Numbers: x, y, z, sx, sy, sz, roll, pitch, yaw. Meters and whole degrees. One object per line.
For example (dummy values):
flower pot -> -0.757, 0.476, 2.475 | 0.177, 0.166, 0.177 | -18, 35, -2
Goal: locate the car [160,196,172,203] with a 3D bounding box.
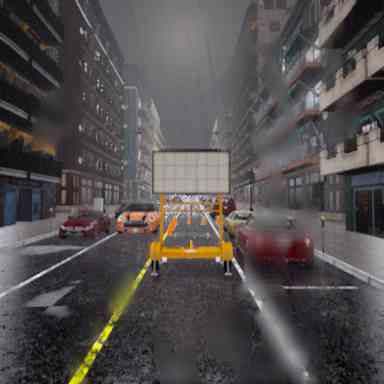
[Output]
car -> -5.286, 1.545, 67.960 | 1.887, 1.381, 4.507 | 2, 0, 0

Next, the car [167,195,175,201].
car -> -5.285, 1.532, 84.781 | 1.752, 1.417, 4.829 | 2, 0, 0

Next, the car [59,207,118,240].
car -> -5.290, 1.581, 16.978 | 1.802, 1.307, 4.206 | 2, 0, 0

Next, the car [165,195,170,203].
car -> -5.286, 1.545, 56.631 | 1.887, 1.381, 4.507 | 2, 0, 0

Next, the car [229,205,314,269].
car -> 2.594, 1.439, 11.308 | 1.967, 1.590, 4.097 | 2, 0, 0

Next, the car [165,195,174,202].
car -> -5.285, 1.530, 79.117 | 1.752, 1.417, 4.829 | 2, 0, 0

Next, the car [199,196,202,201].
car -> 2.592, 1.566, 56.625 | 1.947, 1.339, 4.313 | 2, 0, 0

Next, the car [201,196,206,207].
car -> 2.593, 1.525, 45.465 | 1.752, 1.417, 4.829 | 2, 0, 0

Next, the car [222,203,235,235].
car -> 2.591, 1.524, 17.143 | 1.752, 1.417, 4.829 | 2, 0, 0

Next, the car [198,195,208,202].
car -> 2.594, 1.555, 79.281 | 2.008, 1.369, 4.403 | 2, 0, 0

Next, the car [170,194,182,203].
car -> -2.802, 1.525, 62.247 | 1.812, 1.442, 4.674 | 0, 0, 0

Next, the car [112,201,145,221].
car -> -5.289, 1.564, 28.307 | 1.947, 1.339, 4.313 | 2, 0, 0

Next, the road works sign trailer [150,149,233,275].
road works sign trailer -> -0.022, 0.463, 10.382 | 2.380, 3.560, 2.880 | 0, 0, 0

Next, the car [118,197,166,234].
car -> -2.849, 1.350, 18.985 | 2.097, 1.767, 4.553 | 0, 0, 0

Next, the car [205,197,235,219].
car -> 2.598, 1.313, 28.302 | 2.192, 1.841, 5.009 | 2, 0, 0

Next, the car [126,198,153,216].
car -> -5.284, 1.439, 33.972 | 1.967, 1.590, 4.097 | 2, 0, 0

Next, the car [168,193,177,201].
car -> -5.277, 1.325, 90.617 | 2.192, 1.841, 5.009 | 2, 0, 0
